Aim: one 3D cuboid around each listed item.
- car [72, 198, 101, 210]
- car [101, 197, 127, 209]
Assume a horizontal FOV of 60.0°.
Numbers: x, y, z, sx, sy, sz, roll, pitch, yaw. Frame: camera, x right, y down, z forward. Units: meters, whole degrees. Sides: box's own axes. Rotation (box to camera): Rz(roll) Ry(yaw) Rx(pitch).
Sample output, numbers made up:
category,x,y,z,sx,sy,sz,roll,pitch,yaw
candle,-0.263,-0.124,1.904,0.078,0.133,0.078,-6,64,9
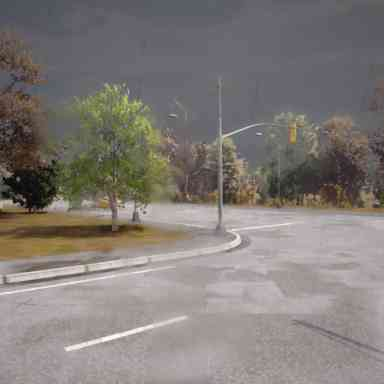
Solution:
category,x,y,z,sx,sy,sz,roll,pitch,yaw
car,-13.331,1.441,40.991,1.812,1.442,4.674,-1,0,-39
car,-10.181,1.346,42.654,1.882,1.535,5.008,-1,0,-39
